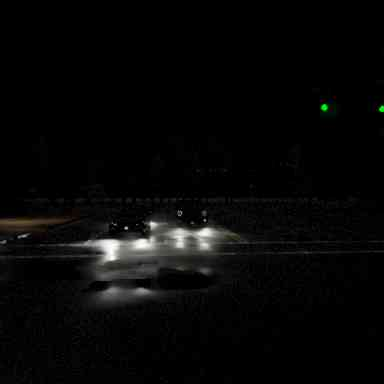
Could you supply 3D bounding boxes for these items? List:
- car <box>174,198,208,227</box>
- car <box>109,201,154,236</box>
[{"bbox_3d":[-0.144,1.352,22.993,2.097,1.767,4.553,0,0,-5],"label":"car"},{"bbox_3d":[-3.339,1.505,18.604,1.837,1.490,4.892,0,0,-3],"label":"car"}]
